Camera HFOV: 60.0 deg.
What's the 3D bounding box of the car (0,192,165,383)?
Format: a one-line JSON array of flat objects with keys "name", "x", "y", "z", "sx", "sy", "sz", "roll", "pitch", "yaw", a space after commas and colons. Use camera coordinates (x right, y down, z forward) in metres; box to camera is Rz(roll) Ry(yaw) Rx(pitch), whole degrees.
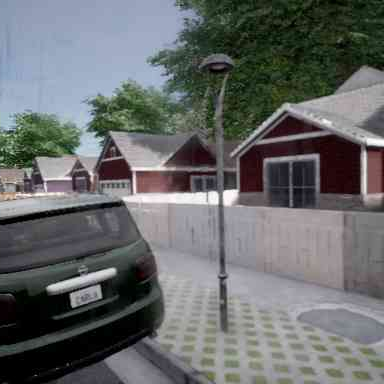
[{"name": "car", "x": -2.625, "y": 1.085, "z": 5.339, "sx": 2.150, "sy": 2.045, "sz": 5.566, "roll": -9, "pitch": 5, "yaw": -37}]
